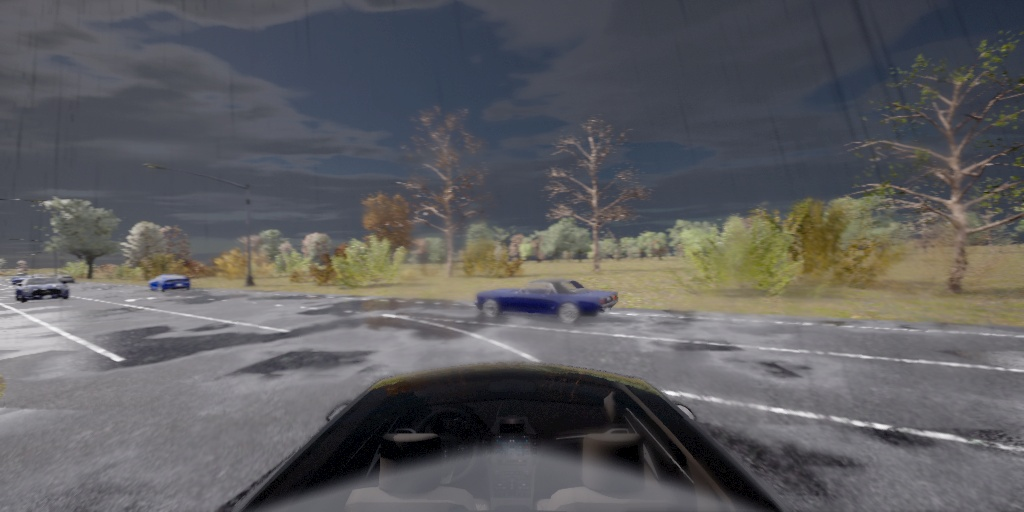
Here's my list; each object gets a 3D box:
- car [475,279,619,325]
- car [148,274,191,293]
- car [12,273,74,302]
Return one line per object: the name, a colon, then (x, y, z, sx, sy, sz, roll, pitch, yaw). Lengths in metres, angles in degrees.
car: (1.034, 1.444, 12.188, 4.718, 1.301, 1.895, -2, -1, 32)
car: (-30.750, 2.404, 32.165, 5.008, 1.535, 1.882, -2, -1, 32)
car: (-33.890, 2.301, 25.872, 4.553, 1.767, 2.097, -2, -1, 32)
